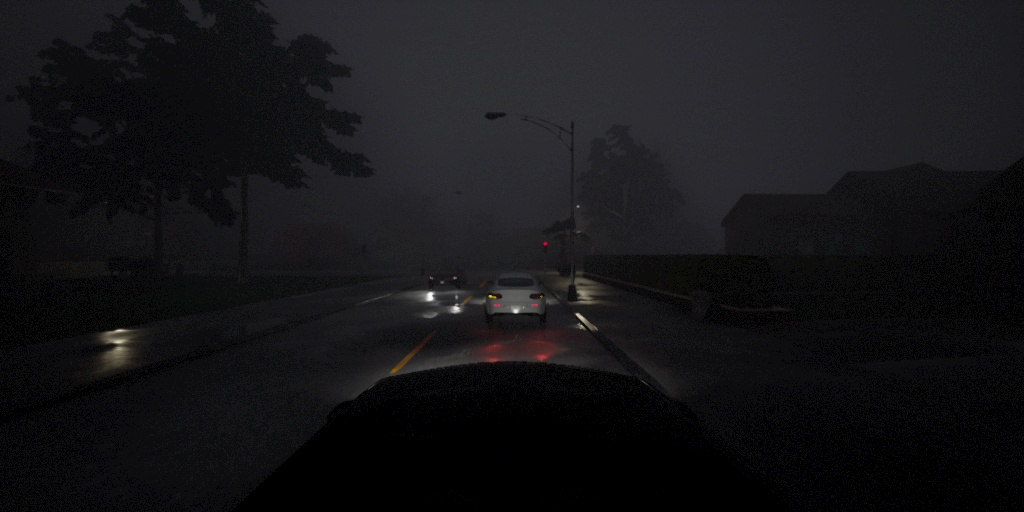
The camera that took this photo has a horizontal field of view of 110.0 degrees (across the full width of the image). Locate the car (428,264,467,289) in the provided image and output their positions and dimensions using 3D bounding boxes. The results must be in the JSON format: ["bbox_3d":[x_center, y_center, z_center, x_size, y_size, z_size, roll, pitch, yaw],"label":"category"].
[{"bbox_3d":[-3.936,1.225,22.578,1.812,1.442,4.674,0,0,0],"label":"car"}]

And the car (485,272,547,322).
[{"bbox_3d":[0.119,1.253,12.093,1.812,1.442,4.674,0,0,0],"label":"car"}]
